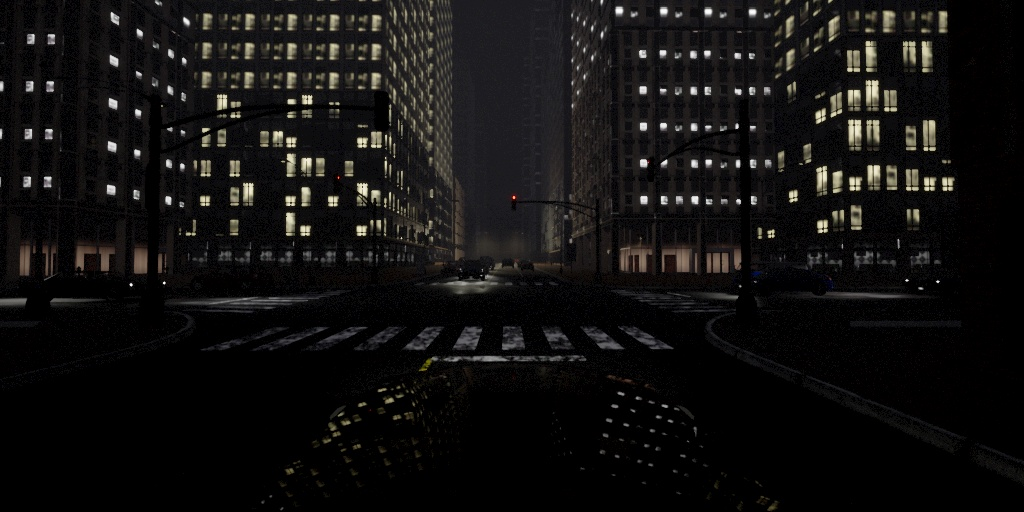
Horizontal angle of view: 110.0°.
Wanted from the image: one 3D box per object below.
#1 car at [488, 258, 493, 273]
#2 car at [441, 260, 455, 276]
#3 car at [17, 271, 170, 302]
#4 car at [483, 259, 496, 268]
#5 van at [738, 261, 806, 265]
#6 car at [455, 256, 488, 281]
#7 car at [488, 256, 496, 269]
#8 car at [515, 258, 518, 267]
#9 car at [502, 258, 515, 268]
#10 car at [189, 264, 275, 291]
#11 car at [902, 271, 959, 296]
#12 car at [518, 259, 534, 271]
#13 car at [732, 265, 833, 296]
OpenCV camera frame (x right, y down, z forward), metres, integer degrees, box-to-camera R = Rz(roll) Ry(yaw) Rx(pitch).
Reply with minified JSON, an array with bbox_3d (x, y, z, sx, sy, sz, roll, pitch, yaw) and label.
[{"bbox_3d":[-3.633,1.257,41.737,2.128,1.511,4.902,0,0,-1],"label":"car"},{"bbox_3d":[-6.163,1.203,37.052,1.967,1.591,4.097,0,0,-1],"label":"car"},{"bbox_3d":[-18.065,1.300,15.680,4.718,1.301,1.895,0,-1,-1],"label":"car"},{"bbox_3d":[-3.867,1.277,62.438,1.837,1.490,4.892,0,0,0],"label":"car"},{"bbox_3d":[15.715,1.210,21.835,3.998,1.789,1.690,0,0,-1],"label":"van"},{"bbox_3d":[-3.340,1.112,30.254,2.097,1.767,4.553,0,0,-4],"label":"car"},{"bbox_3d":[-3.765,0.991,52.391,2.150,2.045,5.566,0,0,-1],"label":"car"},{"bbox_3d":[1.915,1.297,59.701,1.751,1.417,4.829,0,0,-1],"label":"car"},{"bbox_3d":[-0.710,1.125,62.480,2.097,1.767,4.553,0,0,-1],"label":"car"},{"bbox_3d":[-16.757,1.255,21.472,4.097,1.591,1.967,0,0,-1],"label":"car"},{"bbox_3d":[24.231,1.436,19.350,4.718,1.301,1.895,0,-1,-1],"label":"car"},{"bbox_3d":[2.066,1.350,48.376,1.802,1.307,4.207,0,0,-1],"label":"car"},{"bbox_3d":[14.522,1.342,19.239,4.674,1.442,1.812,0,-1,-2],"label":"car"}]
